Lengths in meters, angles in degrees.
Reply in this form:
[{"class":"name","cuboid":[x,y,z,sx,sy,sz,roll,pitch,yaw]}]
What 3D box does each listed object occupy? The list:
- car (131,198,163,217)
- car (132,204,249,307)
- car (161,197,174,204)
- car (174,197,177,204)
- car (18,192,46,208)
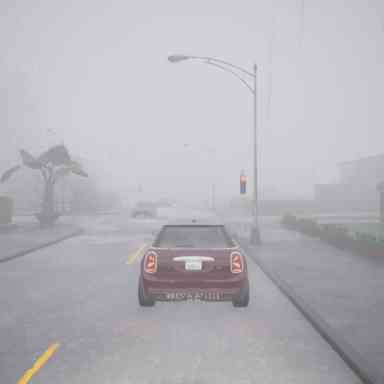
[{"class":"car","cuboid":[-4.085,1.548,29.512,2.033,1.411,5.357,0,0,0]},{"class":"car","cuboid":[0.050,1.352,8.139,2.097,1.767,4.553,0,0,1]},{"class":"car","cuboid":[-4.061,1.562,48.052,1.994,1.385,4.181,0,0,0]},{"class":"car","cuboid":[-3.972,1.601,65.550,1.895,1.301,4.718,0,0,1]},{"class":"car","cuboid":[-19.729,0.985,42.014,1.905,1.878,3.866,0,0,35]}]
